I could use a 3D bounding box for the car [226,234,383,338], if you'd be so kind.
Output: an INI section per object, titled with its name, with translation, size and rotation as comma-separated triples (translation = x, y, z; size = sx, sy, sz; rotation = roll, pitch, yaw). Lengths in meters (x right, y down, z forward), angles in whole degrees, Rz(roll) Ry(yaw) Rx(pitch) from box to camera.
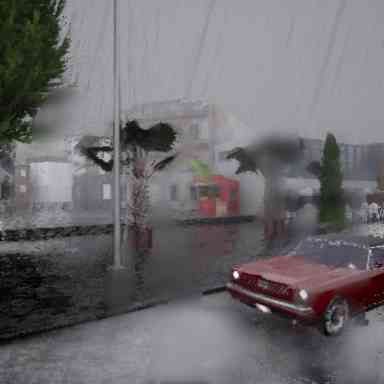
[car]
translation = 2.962, 1.585, 6.720
size = 4.718, 1.301, 1.895
rotation = 0, 0, -36
